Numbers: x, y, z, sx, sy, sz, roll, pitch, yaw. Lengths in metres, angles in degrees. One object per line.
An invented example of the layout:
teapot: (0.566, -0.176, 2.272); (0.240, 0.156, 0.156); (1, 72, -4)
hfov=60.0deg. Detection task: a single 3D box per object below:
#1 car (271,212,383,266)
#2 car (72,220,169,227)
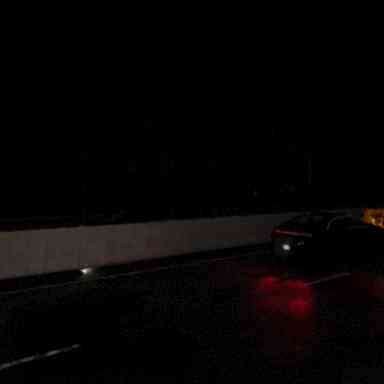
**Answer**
car: (4.832, 1.447, 11.495); (4.902, 1.511, 2.128); (0, 0, -36)
car: (-2.780, 1.451, 14.882); (5.008, 1.535, 1.882); (0, 0, -35)
